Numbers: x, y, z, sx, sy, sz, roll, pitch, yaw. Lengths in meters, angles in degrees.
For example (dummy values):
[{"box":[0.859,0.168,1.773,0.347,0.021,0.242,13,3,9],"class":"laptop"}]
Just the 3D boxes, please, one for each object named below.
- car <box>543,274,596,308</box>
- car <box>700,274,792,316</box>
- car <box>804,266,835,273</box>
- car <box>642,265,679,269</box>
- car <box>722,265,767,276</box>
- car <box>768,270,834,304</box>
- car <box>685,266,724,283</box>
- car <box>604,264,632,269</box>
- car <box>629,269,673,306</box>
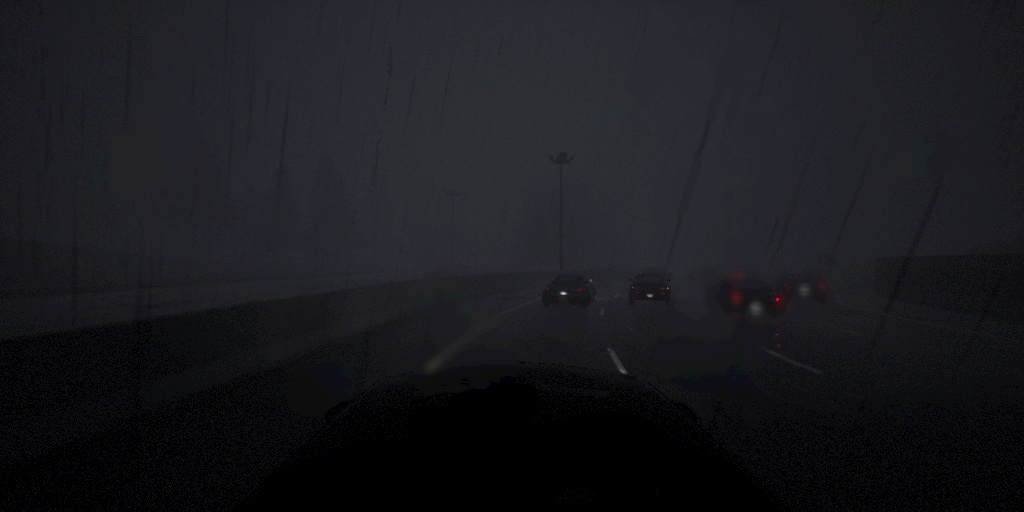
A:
[{"box":[2.769,1.556,16.791,1.994,1.385,4.181,0,-1,18],"class":"car"},{"box":[9.461,1.612,14.975,1.895,1.301,4.718,0,-1,18],"class":"car"},{"box":[27.666,1.916,32.878,4.181,1.385,1.994,0,0,-33],"class":"car"},{"box":[14.216,1.828,35.392,2.128,1.511,4.902,-1,-1,44],"class":"car"},{"box":[20.750,1.838,32.000,4.892,1.490,1.837,0,-2,-43],"class":"car"},{"box":[15.214,1.676,19.204,1.994,1.385,4.181,0,-1,29],"class":"car"},{"box":[19.183,1.931,35.225,4.181,1.385,1.994,1,-1,-40],"class":"car"},{"box":[18.125,2.222,59.966,4.181,1.385,1.994,0,-1,-27],"class":"car"},{"box":[6.852,1.560,17.798,1.812,1.442,4.674,0,-1,21],"class":"car"}]
